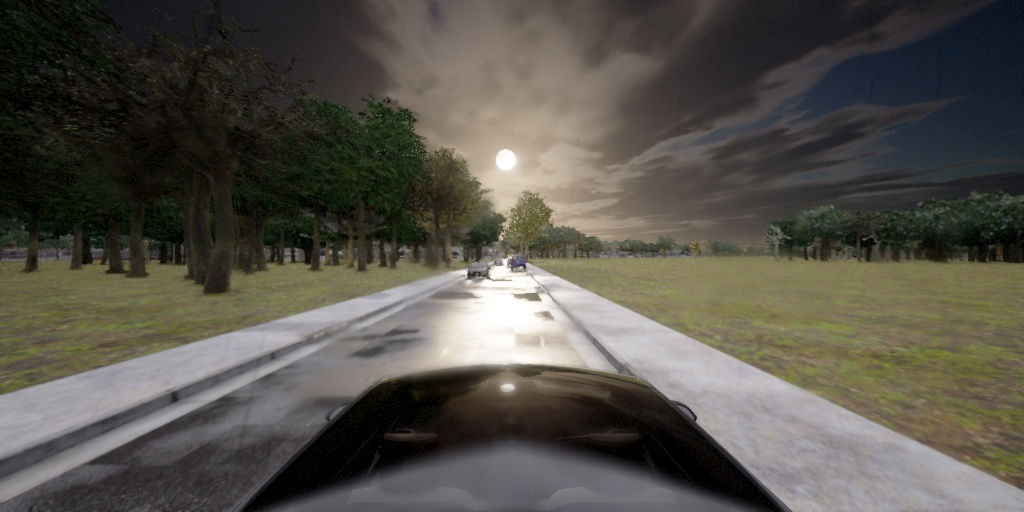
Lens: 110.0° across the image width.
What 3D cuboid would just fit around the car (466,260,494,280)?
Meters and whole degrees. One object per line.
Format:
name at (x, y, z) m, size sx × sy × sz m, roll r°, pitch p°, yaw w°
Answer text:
car at (-2.851, 1.258, 31.696) m, size 1.837 × 1.490 × 4.892 m, roll 0°, pitch 0°, yaw 0°

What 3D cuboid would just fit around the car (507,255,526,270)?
car at (0.860, 0.900, 51.429) m, size 2.150 × 2.045 × 5.566 m, roll -5°, pitch 0°, yaw 0°
